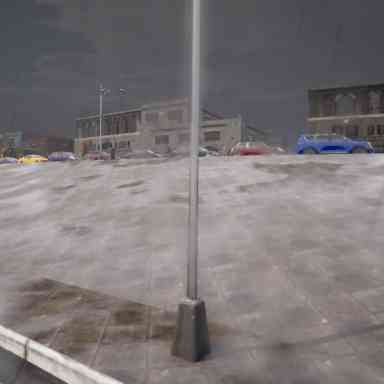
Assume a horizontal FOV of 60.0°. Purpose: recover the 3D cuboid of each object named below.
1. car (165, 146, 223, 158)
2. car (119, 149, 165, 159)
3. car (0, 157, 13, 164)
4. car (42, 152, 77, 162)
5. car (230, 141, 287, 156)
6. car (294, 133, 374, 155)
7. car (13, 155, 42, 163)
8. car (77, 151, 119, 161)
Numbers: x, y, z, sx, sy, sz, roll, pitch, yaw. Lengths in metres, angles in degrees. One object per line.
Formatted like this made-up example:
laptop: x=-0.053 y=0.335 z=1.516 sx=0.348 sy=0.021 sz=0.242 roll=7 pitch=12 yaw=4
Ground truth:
car: x=0.443 y=-3.358 z=29.932 sx=4.892 sy=1.521 sz=2.231 roll=1 pitch=1 yaw=27
car: x=-4.399 y=-3.420 z=32.370 sx=4.674 sy=1.452 sz=2.002 roll=1 pitch=1 yaw=28
car: x=-23.767 y=-3.830 z=43.443 sx=4.674 sy=1.452 sz=2.002 roll=1 pitch=1 yaw=33
car: x=-14.277 y=-3.792 z=37.737 sx=4.553 sy=1.767 sz=2.185 roll=1 pitch=1 yaw=30
car: x=5.534 y=-3.361 z=27.510 sx=4.553 sy=1.767 sz=2.185 roll=1 pitch=1 yaw=25
car: x=10.645 y=-3.342 z=25.192 sx=5.566 sy=2.045 sz=2.435 roll=2 pitch=1 yaw=24
car: x=-19.043 y=-3.768 z=40.533 sx=5.008 sy=1.535 sz=2.097 roll=1 pitch=1 yaw=32
car: x=-9.273 y=-3.532 z=34.957 sx=4.792 sy=1.488 sz=2.163 roll=1 pitch=1 yaw=29
